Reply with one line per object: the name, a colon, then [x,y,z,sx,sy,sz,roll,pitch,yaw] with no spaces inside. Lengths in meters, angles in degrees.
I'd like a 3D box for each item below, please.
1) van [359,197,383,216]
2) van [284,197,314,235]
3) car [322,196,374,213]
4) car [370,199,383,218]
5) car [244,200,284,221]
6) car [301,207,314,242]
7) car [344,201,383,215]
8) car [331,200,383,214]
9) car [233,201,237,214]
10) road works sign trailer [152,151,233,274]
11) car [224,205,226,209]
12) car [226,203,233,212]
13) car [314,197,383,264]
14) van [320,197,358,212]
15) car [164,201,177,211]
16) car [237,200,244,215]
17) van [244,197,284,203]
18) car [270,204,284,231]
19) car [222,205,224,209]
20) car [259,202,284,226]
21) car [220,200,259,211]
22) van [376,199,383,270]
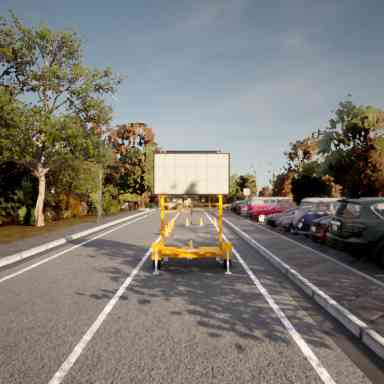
van: [20.312,1.525,34.992,4.442,1.987,1.878,0,-1,0]
van: [6.960,1.280,15.792,4.442,1.987,1.878,0,-1,0]
car: [20.240,1.614,43.300,5.566,2.045,2.435,0,-1,0]
car: [20.158,1.590,32.222,4.553,1.767,2.185,0,-1,0]
car: [7.105,1.648,26.893,5.008,1.535,2.097,0,-1,0]
car: [7.100,1.500,13.007,4.792,1.488,2.163,0,0,0]
car: [20.195,1.787,37.760,4.892,1.521,2.231,0,-1,0]
car: [20.022,1.820,40.528,5.366,1.575,1.946,0,-1,0]
car: [7.146,1.784,35.220,4.792,1.488,2.163,0,-1,0]
road works sign trailer: [-0.015,0.491,10.602,2.380,3.560,2.880,0,0,-1]
car: [7.139,1.871,43.544,5.008,1.535,2.097,0,-1,0]
car: [7.093,1.539,38.000,5.566,2.045,2.435,0,-1,0]
car: [7.094,1.199,10.256,5.566,2.045,2.435,0,0,0]
van: [20.336,1.693,46.190,4.442,1.987,1.878,0,-1,0]
car: [-3.190,2.029,49.650,2.128,1.511,4.902,0,-1,0]
car: [7.113,1.759,32.444,4.674,1.452,2.002,0,-1,0]
van: [7.222,1.458,29.672,4.442,1.987,1.878,0,-1,0]
car: [7.085,1.582,18.564,4.674,1.452,2.002,0,-1,0]
car: [7.144,1.923,46.316,4.892,1.521,2.231,0,-1,0]
car: [7.058,1.607,21.342,4.792,1.488,2.163,0,-1,0]
car: [6.959,1.979,49.085,5.366,1.575,1.946,0,-1,0]
van: [6.943,1.234,7.480,4.442,1.987,1.878,0,0,0]
